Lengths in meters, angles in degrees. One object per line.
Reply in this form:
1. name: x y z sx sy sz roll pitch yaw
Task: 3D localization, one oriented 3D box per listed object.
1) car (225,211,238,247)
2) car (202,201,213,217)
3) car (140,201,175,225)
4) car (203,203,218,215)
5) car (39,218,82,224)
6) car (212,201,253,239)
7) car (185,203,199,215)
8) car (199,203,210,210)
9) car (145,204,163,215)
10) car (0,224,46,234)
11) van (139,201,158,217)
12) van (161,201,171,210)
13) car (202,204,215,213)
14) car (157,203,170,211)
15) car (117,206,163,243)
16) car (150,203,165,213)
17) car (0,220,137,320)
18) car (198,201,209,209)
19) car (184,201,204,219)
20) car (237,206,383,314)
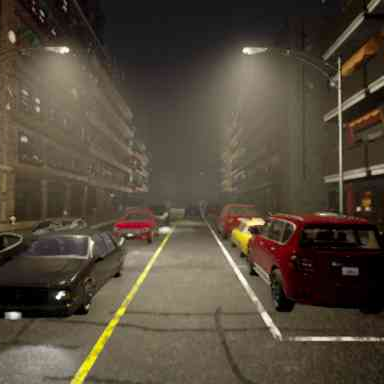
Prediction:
1. car: 2.576 1.736 13.540 1.752 1.417 4.829 1 -1 0
2. car: 2.561 2.079 41.168 2.192 1.841 5.009 1 -1 0
3. car: -2.849 1.820 28.146 2.097 1.767 4.553 0 -1 0
4. car: 2.555 2.330 46.728 1.967 1.590 4.097 1 -1 0
5. car: -5.304 1.740 13.321 1.947 1.339 4.313 1 -1 0
6. car: 2.577 1.626 18.938 2.192 1.841 5.009 1 -1 0
7. car: 0.047 2.395 48.404 1.882 1.535 5.008 0 -1 0
8. car: 2.539 2.975 68.971 1.947 1.339 4.313 1 -1 0
9. car: -5.327 2.407 46.687 2.008 1.369 4.403 1 -1 0
10. car: -5.301 1.640 7.761 1.947 1.339 4.313 1 -1 0
11. van: -5.318 2.072 41.127 1.690 1.788 3.998 1 -1 0
12. van: -5.337 2.717 68.940 1.690 1.788 3.998 1 -1 0
13. car: 2.549 2.599 52.284 1.802 1.307 4.206 1 -1 0
14. car: -5.338 2.795 63.373 2.008 1.369 4.403 1 -1 0
15. car: -2.853 1.746 17.847 1.882 1.535 5.008 0 -1 0
16. car: -5.330 2.505 52.078 1.752 1.417 4.829 1 -1 0
17. car: -2.851 1.635 7.977 2.033 1.411 5.357 0 -1 0
18. car: 2.540 2.855 74.540 2.192 1.841 5.009 1 -1 0
19. car: 0.086 2.154 37.552 1.882 1.535 5.008 0 -1 0
20. car: 2.585 1.423 7.815 2.192 1.841 5.009 1 -1 0
